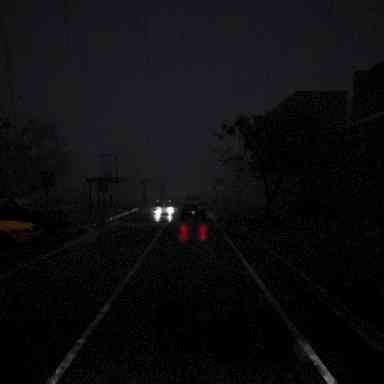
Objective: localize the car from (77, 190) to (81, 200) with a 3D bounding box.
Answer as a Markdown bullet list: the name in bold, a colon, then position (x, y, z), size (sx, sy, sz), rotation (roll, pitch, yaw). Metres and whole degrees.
- **car**: position (-22.158, 0.884, 56.829), size (4.792, 1.488, 2.163), rotation (0, 1, 0)

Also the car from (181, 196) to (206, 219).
- **car**: position (0.096, 1.251, 25.785), size (1.812, 1.442, 4.674), rotation (0, 0, 0)

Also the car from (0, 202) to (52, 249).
- **car**: position (-8.798, 1.355, 13.285), size (5.366, 1.575, 1.946), rotation (0, 1, 0)

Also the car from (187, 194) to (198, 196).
- **car**: position (0.094, 0.993, 41.580), size (2.128, 1.511, 4.902), rotation (0, 1, 0)

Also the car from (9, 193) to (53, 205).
- **car**: position (-22.118, 0.978, 45.728), size (5.008, 1.535, 2.097), rotation (0, 1, 0)

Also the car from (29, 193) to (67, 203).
- **car**: position (-22.149, 0.945, 51.278), size (4.792, 1.488, 2.163), rotation (0, 1, 0)

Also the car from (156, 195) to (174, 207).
- **car**: position (-3.347, 1.104, 41.507), size (1.895, 1.301, 4.718), rotation (0, 1, 0)

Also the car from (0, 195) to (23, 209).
- **car**: position (-22.094, 1.074, 37.402), size (5.008, 1.535, 2.097), rotation (0, 1, 0)

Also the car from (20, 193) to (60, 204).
- **car**: position (-22.110, 0.948, 48.503), size (4.892, 1.521, 2.231), rotation (0, 1, 0)

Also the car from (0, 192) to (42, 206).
- **car**: position (-22.139, 0.885, 42.951), size (4.553, 1.767, 2.185), rotation (0, 1, 0)

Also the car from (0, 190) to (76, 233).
- **car**: position (-8.960, 1.074, 16.085), size (5.566, 2.045, 2.435), rotation (0, 1, 0)

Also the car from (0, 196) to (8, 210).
- **car**: position (-22.092, 1.147, 34.625), size (4.674, 1.452, 2.002), rotation (0, 1, 0)

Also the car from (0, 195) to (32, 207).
- **car**: position (-22.101, 1.082, 40.178), size (4.674, 1.452, 2.002), rotation (0, 1, 0)

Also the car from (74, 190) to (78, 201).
- **car**: position (-21.938, 0.882, 54.052), size (5.366, 1.575, 1.946), rotation (0, 1, 0)
